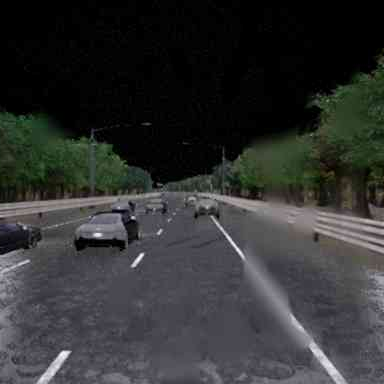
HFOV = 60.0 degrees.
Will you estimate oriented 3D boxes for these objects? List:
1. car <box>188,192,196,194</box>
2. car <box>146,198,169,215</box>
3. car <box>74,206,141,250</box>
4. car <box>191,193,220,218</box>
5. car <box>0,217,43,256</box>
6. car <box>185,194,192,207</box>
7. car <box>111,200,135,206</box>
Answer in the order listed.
[{"bbox_3d":[-0.015,0.972,67.806,2.150,2.045,5.566,0,0,0],"label":"car"},{"bbox_3d":[-3.407,1.375,32.795,2.128,1.511,4.902,0,0,0],"label":"car"},{"bbox_3d":[-3.403,1.514,14.027,1.994,1.385,4.181,0,0,0],"label":"car"},{"bbox_3d":[1.218,1.250,28.705,2.097,1.767,4.553,0,0,0],"label":"car"},{"bbox_3d":[-6.903,1.508,10.870,2.033,1.411,5.357,0,0,0],"label":"car"},{"bbox_3d":[-0.002,1.356,48.140,1.812,1.442,4.674,0,0,0],"label":"car"},{"bbox_3d":[-6.908,1.445,33.575,1.994,1.385,4.181,0,0,0],"label":"car"}]
